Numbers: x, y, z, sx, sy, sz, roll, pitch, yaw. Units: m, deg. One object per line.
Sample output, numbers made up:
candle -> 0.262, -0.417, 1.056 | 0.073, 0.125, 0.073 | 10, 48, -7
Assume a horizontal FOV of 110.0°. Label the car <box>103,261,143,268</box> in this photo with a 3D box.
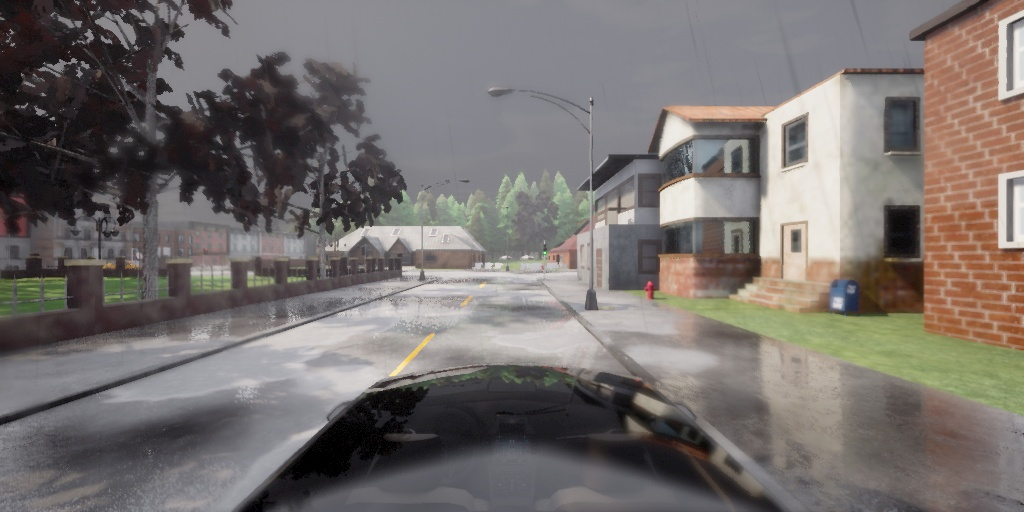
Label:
car -> -41.351, 1.234, 38.942 | 5.008, 1.535, 1.882 | 0, 0, 0
